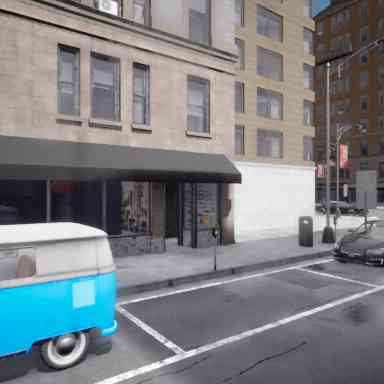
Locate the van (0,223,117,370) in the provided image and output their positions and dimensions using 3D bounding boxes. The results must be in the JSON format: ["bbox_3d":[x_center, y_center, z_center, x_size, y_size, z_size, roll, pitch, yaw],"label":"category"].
[{"bbox_3d":[-2.942,1.341,4.092,3.998,1.788,1.690,0,0,-35],"label":"van"}]

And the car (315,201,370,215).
[{"bbox_3d":[13.814,1.523,30.933,1.895,1.301,4.718,0,0,-35],"label":"car"}]

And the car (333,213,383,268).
[{"bbox_3d":[6.278,1.550,10.666,4.403,1.369,2.008,0,0,-35],"label":"car"}]
